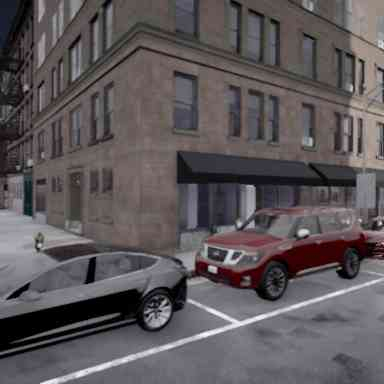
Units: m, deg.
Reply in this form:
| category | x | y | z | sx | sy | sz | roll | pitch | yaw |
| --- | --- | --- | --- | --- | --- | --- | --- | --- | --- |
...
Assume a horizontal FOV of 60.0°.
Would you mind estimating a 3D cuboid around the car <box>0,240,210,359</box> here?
| category | x | y | z | sx | sy | sz | roll | pitch | yaw |
| --- | --- | --- | --- | --- | --- | --- | --- | --- | --- |
| car | -2.058 | 1.568 | 5.295 | 4.313 | 1.339 | 1.947 | 0 | 0 | -36 |

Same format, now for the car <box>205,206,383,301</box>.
| category | x | y | z | sx | sy | sz | roll | pitch | yaw |
| --- | --- | --- | --- | --- | --- | --- | --- | --- | --- |
| car | 2.489 | 1.328 | 8.539 | 5.009 | 1.841 | 2.192 | 0 | 0 | -36 |
